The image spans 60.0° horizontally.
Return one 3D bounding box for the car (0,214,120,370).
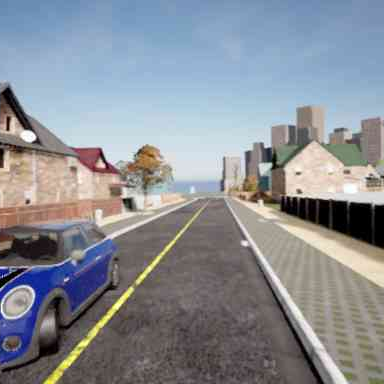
[{"bbox_3d":[-2.874,1.384,6.109,2.097,1.767,4.553,-1,0,3],"label":"car"}]
